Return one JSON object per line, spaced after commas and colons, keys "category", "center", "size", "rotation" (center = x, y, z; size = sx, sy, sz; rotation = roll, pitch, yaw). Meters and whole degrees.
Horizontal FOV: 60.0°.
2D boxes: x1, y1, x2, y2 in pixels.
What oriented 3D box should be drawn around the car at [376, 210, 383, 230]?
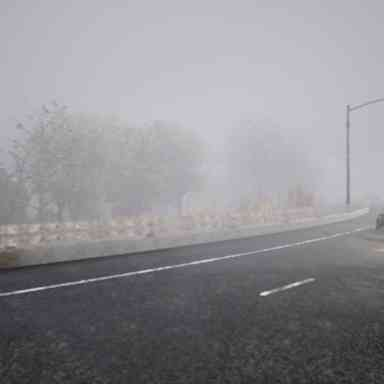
{"category": "car", "center": [12.864, 1.588, 20.682], "size": [1.812, 1.442, 4.674], "rotation": [0, 0, 42]}
